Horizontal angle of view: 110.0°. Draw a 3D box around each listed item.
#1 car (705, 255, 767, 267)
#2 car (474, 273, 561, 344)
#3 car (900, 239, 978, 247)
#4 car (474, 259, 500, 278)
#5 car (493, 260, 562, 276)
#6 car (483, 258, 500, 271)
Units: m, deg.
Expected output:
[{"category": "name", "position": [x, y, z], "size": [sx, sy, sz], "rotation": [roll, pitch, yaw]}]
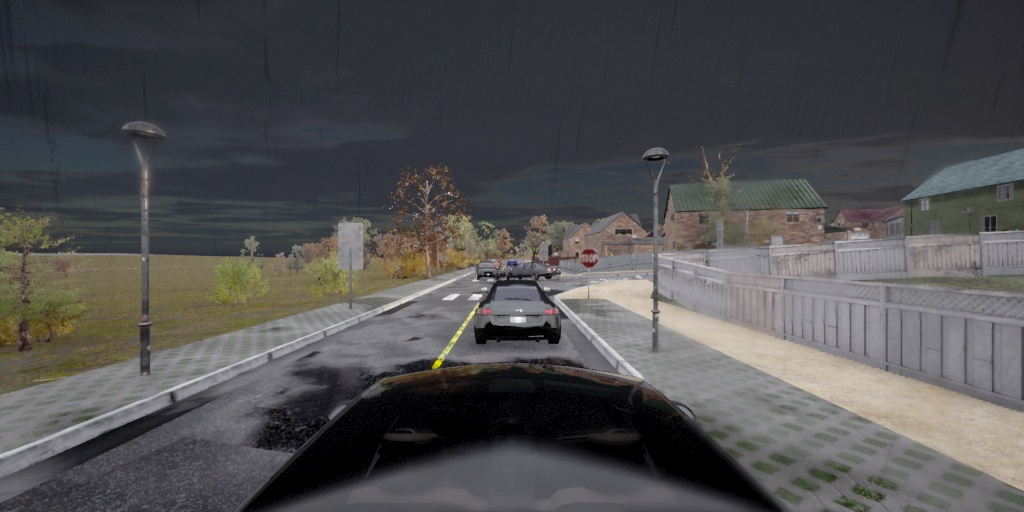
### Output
[{"category": "car", "position": [14.389, 0.413, 22.954], "size": [4.181, 1.385, 1.994], "rotation": [-3, 0, 16]}, {"category": "car", "position": [0.103, 1.313, 9.565], "size": [1.994, 1.385, 4.181], "rotation": [0, 0, -1]}, {"category": "car", "position": [23.889, -0.208, 20.532], "size": [4.902, 1.511, 2.128], "rotation": [-3, 0, 14]}, {"category": "car", "position": [-2.248, 1.257, 31.491], "size": [1.837, 1.490, 4.892], "rotation": [0, 0, -8]}, {"category": "car", "position": [1.339, 1.197, 28.579], "size": [5.357, 1.411, 2.033], "rotation": [-4, -3, 43]}, {"category": "car", "position": [-2.843, 1.120, 51.309], "size": [2.097, 1.767, 4.553], "rotation": [0, 0, 1]}]
